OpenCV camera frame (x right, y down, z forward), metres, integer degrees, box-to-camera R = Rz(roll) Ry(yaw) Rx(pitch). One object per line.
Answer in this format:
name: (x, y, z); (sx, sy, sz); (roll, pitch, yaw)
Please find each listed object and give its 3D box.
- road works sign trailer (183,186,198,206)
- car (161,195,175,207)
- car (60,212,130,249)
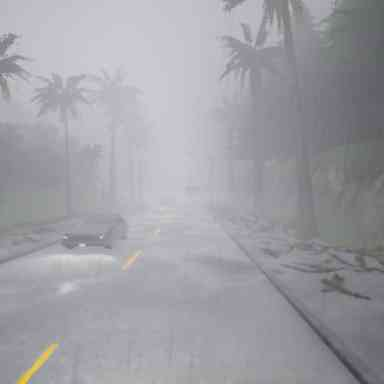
road works sign trailer: (-0.072, 0.757, 60.993); (2.380, 3.560, 2.880); (0, 0, 0)
car: (-4.090, 1.506, 57.081); (2.150, 2.045, 5.566); (0, 0, 0)
car: (-4.108, 1.621, 15.112); (2.033, 1.411, 5.357); (0, 0, 0)
